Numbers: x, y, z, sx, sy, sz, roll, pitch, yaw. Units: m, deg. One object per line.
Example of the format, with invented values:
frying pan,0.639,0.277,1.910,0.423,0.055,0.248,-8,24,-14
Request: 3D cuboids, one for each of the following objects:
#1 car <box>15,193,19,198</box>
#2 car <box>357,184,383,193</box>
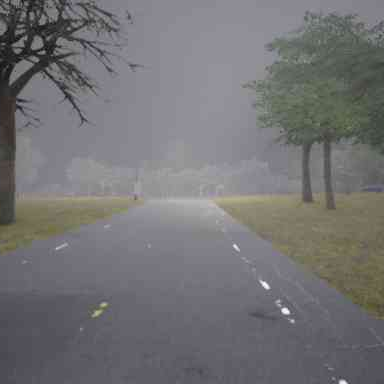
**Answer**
car,-38.614,0.511,69.178,5.008,1.535,1.882,-1,-2,1
car,40.993,-0.683,76.669,5.566,2.045,2.150,-1,-2,-1
